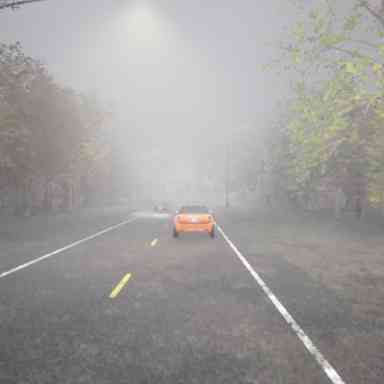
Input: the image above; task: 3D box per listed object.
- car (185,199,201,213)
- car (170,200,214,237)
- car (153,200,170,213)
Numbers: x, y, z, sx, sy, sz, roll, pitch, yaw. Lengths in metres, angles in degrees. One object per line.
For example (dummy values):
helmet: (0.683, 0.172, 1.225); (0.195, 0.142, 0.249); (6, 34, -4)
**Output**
car: (0.088, 1.693, 41.602); (1.882, 1.535, 5.008); (0, 0, 0)
car: (0.094, 1.449, 18.787); (2.097, 1.767, 4.553); (0, 0, 0)
car: (-3.593, 1.698, 40.227); (2.128, 1.511, 4.902); (0, 0, 0)
